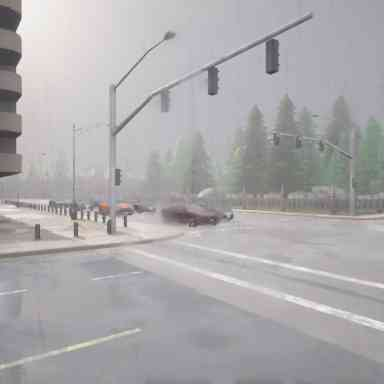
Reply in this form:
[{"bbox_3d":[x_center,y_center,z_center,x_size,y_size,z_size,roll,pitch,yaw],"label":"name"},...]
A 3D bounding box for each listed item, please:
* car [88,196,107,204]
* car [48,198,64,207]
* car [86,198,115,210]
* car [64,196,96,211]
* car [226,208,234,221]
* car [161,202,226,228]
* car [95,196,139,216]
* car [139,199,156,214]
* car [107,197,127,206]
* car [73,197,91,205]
[{"bbox_3d":[-18.760,1.547,66.023,2.128,1.511,4.902,0,0,-36],"label":"car"},{"bbox_3d":[-20.048,1.603,49.830,2.033,1.411,5.357,0,0,-36],"label":"car"},{"bbox_3d":[-12.550,1.603,45.510,2.033,1.411,5.357,0,0,-36],"label":"car"},{"bbox_3d":[-13.779,1.547,41.278,2.128,1.511,4.902,0,0,-36],"label":"car"},{"bbox_3d":[1.281,1.547,26.783,2.128,1.511,4.902,0,0,-37],"label":"car"},{"bbox_3d":[-0.227,1.533,22.919,1.882,1.535,5.008,0,0,-36],"label":"car"},{"bbox_3d":[-7.412,1.407,32.641,2.097,1.767,4.553,0,0,-36],"label":"car"},{"bbox_3d":[-5.661,1.548,36.168,2.128,1.511,4.902,0,0,-36],"label":"car"},{"bbox_3d":[-13.251,1.581,58.581,1.812,1.442,4.674,0,0,-36],"label":"car"},{"bbox_3d":[-20.828,1.656,62.931,1.895,1.301,4.718,0,0,-36],"label":"car"}]
